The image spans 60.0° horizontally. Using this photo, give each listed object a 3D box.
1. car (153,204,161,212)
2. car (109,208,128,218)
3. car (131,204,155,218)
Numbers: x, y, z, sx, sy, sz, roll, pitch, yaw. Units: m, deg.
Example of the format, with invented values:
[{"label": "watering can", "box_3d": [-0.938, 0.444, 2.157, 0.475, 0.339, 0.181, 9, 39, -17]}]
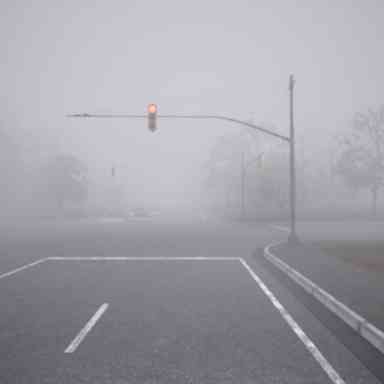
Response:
[{"label": "car", "box_3d": [-7.058, 3.044, 64.239, 2.033, 1.411, 5.357, 0, 0, 1]}, {"label": "car", "box_3d": [-10.610, 2.996, 48.075, 1.895, 1.301, 4.718, 0, -1, 0]}, {"label": "car", "box_3d": [-7.111, 2.945, 48.251, 2.033, 1.411, 5.357, 0, -1, 0]}]
